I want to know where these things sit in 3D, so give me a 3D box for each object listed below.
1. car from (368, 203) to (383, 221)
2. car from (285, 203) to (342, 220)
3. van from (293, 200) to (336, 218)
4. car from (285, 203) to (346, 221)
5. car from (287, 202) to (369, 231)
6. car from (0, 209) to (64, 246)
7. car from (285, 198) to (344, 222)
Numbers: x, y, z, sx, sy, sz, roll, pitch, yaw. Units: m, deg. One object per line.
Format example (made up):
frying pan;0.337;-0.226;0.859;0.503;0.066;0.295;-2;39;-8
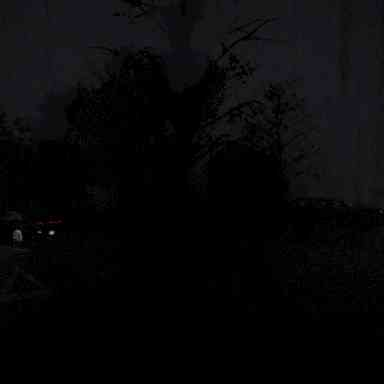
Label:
car;18.166;1.864;35.161;1.882;1.535;5.008;0;-2;16
car;12.532;1.998;34.694;5.366;1.575;1.946;0;-2;16
van;13.606;1.864;37.297;4.442;1.987;1.878;0;-2;16
car;11.787;1.919;32.141;5.366;1.575;1.946;0;-2;16
car;9.600;1.719;23.917;4.892;1.521;2.231;0;-1;16
car;-8.124;1.543;15.560;4.902;1.511;2.128;0;0;30
car;10.393;1.523;26.600;5.566;2.045;2.435;0;-1;16
